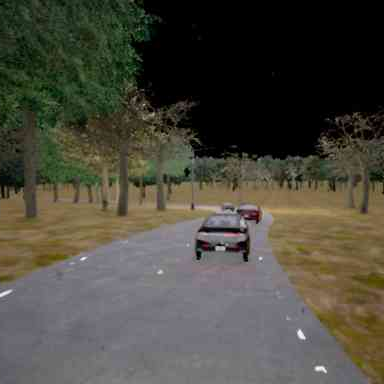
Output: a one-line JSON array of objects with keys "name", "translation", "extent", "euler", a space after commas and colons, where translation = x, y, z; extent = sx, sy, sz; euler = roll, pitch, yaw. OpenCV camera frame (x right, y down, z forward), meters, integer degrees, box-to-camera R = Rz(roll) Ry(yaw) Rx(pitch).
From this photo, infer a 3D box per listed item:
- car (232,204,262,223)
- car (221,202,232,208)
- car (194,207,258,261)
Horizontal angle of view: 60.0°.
[{"name": "car", "translation": [4.935, 1.786, 28.550], "extent": [1.882, 1.535, 5.008], "euler": [1, -1, 15]}, {"name": "car", "translation": [5.479, 2.332, 51.680], "extent": [2.033, 1.411, 5.357], "euler": [0, -1, 3]}, {"name": "car", "translation": [1.272, 1.571, 12.761], "extent": [2.128, 1.511, 4.902], "euler": [0, 0, 9]}]
